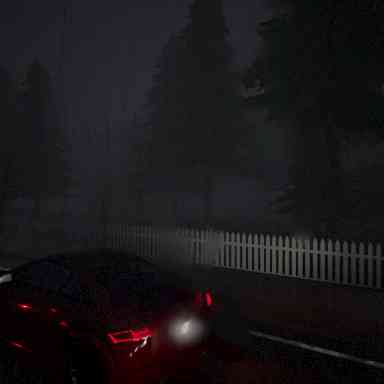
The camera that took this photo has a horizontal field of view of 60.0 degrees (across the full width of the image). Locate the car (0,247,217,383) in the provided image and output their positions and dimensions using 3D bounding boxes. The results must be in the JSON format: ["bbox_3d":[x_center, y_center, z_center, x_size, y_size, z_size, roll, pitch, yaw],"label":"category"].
[{"bbox_3d":[-1.727,1.564,5.008,4.181,1.385,1.994,0,0,35],"label":"car"}]
